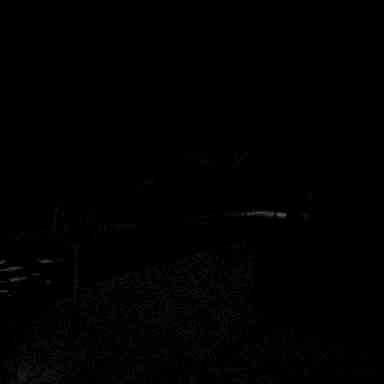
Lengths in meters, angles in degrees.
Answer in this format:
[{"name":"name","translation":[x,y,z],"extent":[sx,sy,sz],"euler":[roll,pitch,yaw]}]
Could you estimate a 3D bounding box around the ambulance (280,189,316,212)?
[{"name":"ambulance","translation":[11.372,0.864,35.778],"extent":[2.351,2.431,6.366],"euler":[2,1,35]}]
